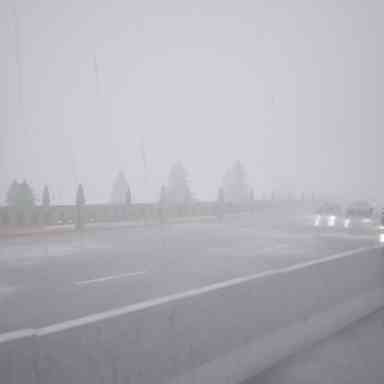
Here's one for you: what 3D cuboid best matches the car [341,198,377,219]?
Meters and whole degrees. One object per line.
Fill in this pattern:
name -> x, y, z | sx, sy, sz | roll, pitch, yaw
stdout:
car -> 15.660, 1.571, 30.964 | 1.882, 1.535, 5.008 | 0, 0, 35

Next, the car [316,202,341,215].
car -> 14.866, 1.728, 36.005 | 1.895, 1.301, 4.718 | -1, 0, 34

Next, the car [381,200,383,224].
car -> 15.305, 1.534, 24.551 | 1.882, 1.535, 5.008 | 0, 0, 37
